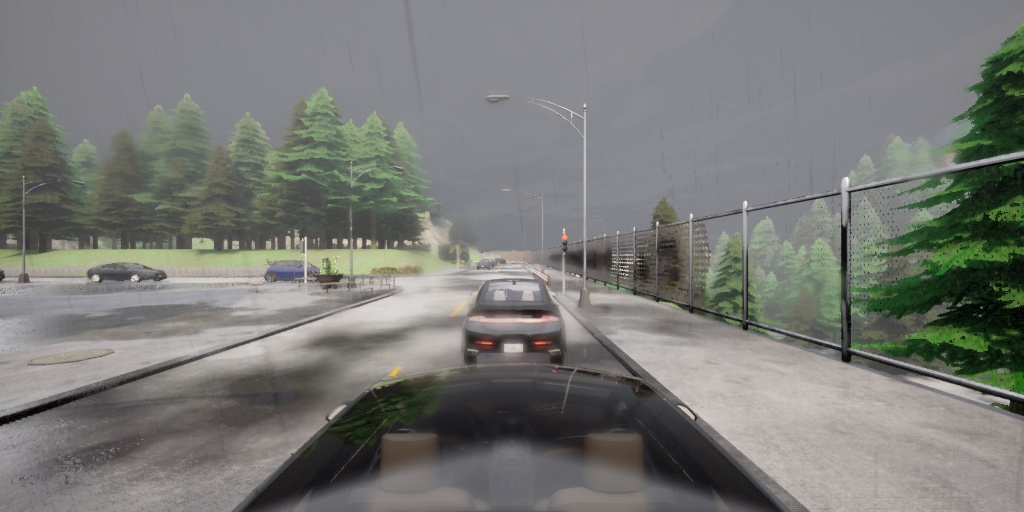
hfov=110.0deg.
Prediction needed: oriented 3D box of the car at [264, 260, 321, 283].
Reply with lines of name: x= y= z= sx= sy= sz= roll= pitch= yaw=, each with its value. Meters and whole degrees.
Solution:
car: x=-16.001 y=1.102 z=27.170 sx=4.553 sy=1.767 sz=2.097 roll=0 pitch=0 yaw=0

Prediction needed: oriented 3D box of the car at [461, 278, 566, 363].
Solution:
car: x=0.048 y=1.241 z=8.081 sx=2.128 sy=1.511 sz=4.902 roll=0 pitch=0 yaw=1

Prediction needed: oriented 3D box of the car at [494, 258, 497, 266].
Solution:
car: x=-4.056 y=1.228 z=62.024 sx=1.882 sy=1.535 sz=5.008 roll=0 pitch=0 yaw=0

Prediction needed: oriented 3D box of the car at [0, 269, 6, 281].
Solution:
car: x=-41.719 y=1.228 z=27.200 sx=5.008 sy=1.535 sz=1.882 roll=0 pitch=0 yaw=0

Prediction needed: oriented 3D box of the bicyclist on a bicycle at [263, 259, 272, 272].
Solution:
bicyclist on a bicycle: x=-24.148 y=1.099 z=35.566 sx=0.582 sy=1.620 sz=1.656 roll=0 pitch=0 yaw=0

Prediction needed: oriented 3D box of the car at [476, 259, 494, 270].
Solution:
car: x=-4.084 y=1.255 z=52.501 sx=1.837 sy=1.490 sz=4.892 roll=0 pitch=0 yaw=0

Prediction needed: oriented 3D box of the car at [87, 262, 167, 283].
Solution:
car: x=-29.091 y=1.252 z=27.174 sx=4.892 sy=1.490 sz=1.837 roll=1 pitch=0 yaw=0
